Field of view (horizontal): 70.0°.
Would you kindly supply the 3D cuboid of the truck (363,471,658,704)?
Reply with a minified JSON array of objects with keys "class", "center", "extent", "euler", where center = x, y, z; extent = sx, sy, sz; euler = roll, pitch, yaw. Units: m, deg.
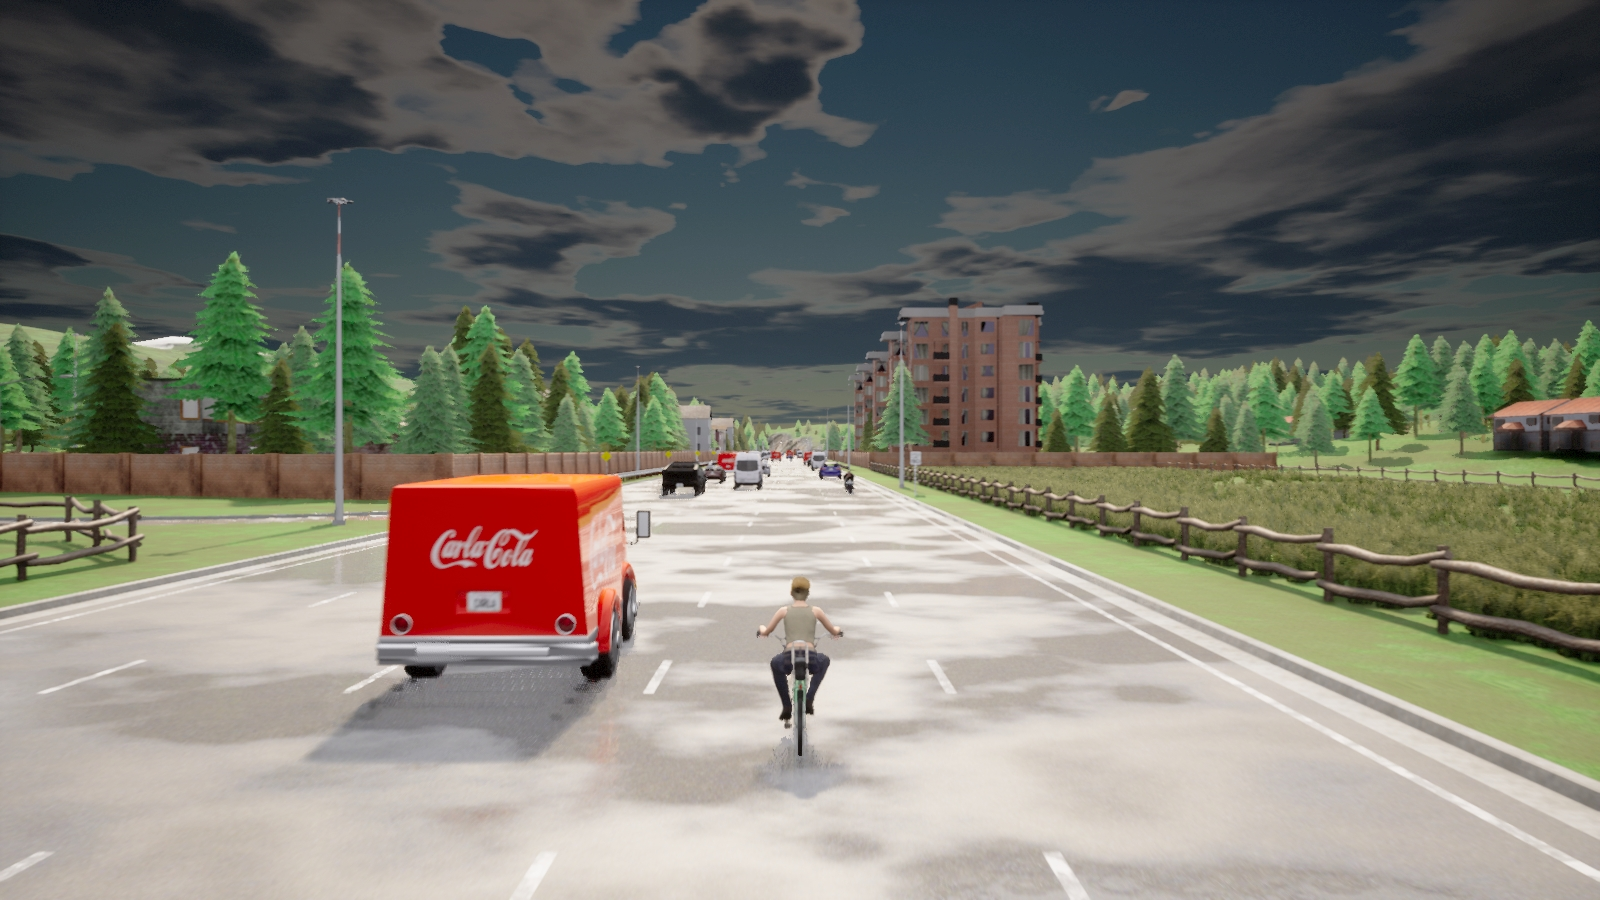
[{"class":"truck","center":[-3.520,1.573,15.236],"extent":[2.627,2.467,5.204],"euler":[0,0,0]}]

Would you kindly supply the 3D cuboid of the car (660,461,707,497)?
[{"class":"car","center":[-7.292,1.765,72.168],"extent":[2.390,2.098,6.274],"euler":[0,0,0]}]

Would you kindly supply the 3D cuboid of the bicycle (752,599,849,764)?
[{"class":"bicycle","center":[0.001,2.160,10.925],"extent":[0.859,1.276,1.487],"euler":[0,0,0]}]

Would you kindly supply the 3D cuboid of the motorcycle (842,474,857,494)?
[{"class":"motorcycle","center":[3.195,2.217,74.350],"extent":[0.867,1.251,2.209],"euler":[0,0,0]}]
